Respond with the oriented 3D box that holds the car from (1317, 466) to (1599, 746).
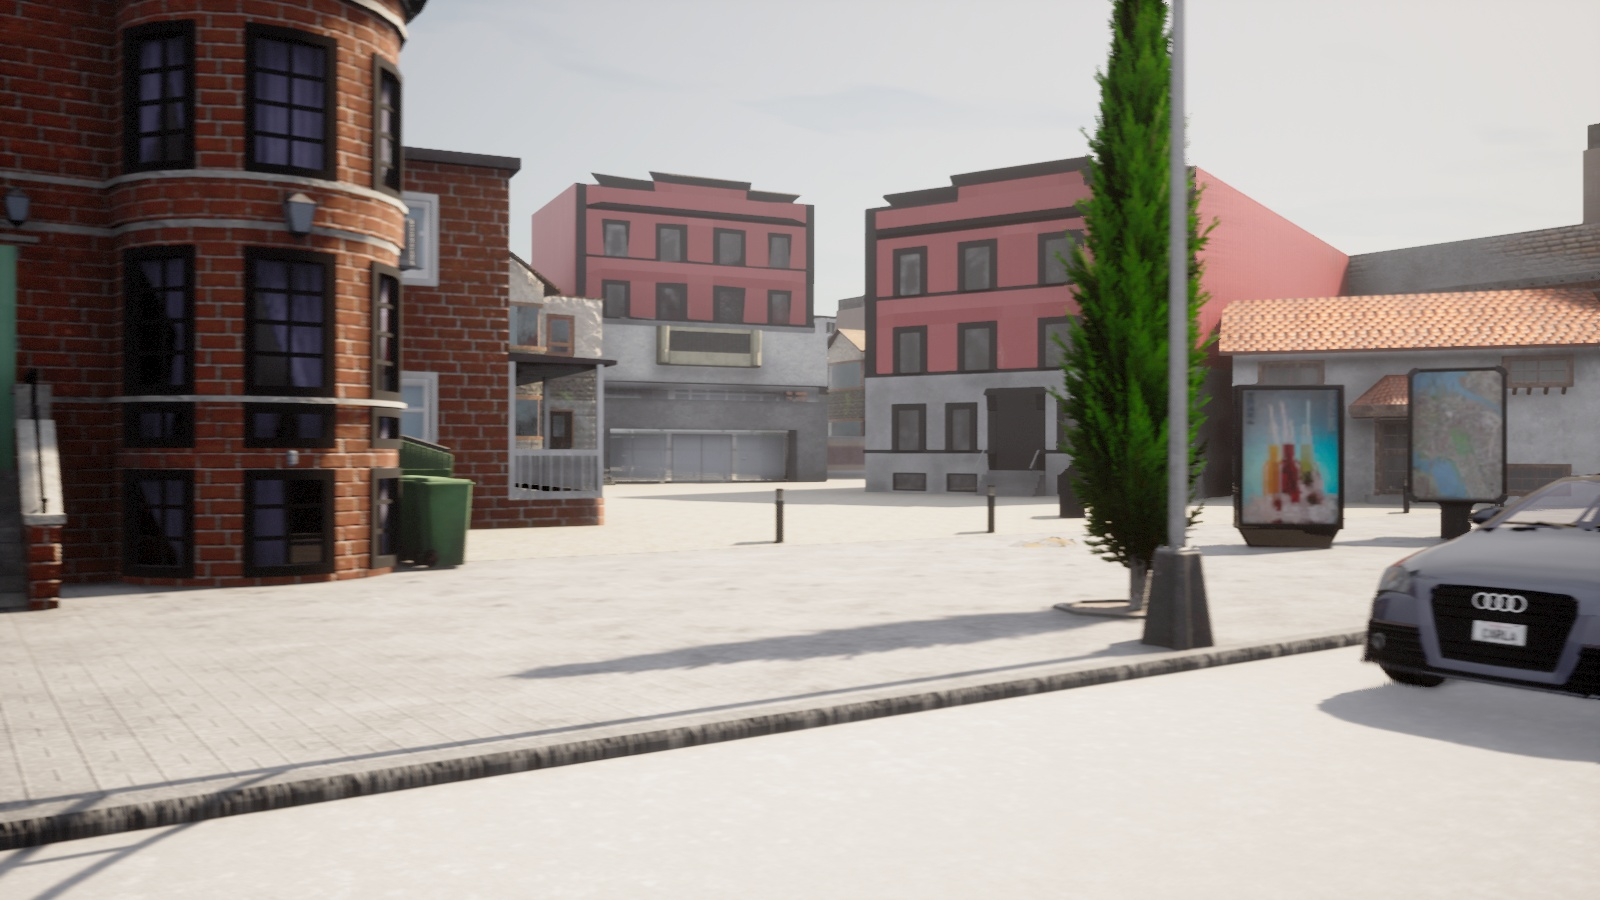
[{"bbox_3d":[5.453,0.817,8.064,4.181,1.385,1.994,0,0,-35],"label":"car"}]
